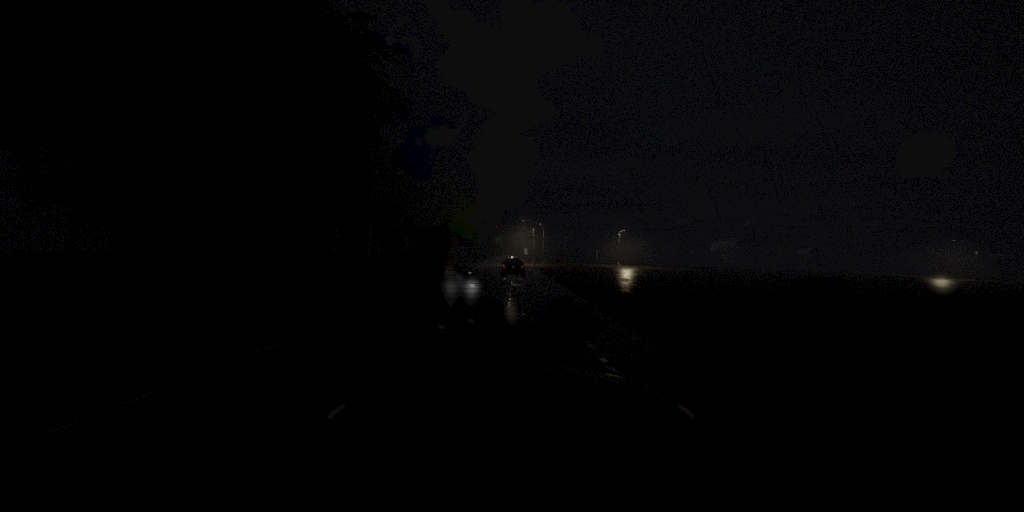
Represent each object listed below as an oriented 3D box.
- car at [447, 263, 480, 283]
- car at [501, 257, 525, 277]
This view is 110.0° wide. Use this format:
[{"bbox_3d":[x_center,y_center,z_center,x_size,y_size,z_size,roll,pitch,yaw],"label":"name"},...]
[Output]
[{"bbox_3d":[-3.578,1.228,26.982,1.895,1.301,4.718,0,0,0],"label":"car"},{"bbox_3d":[0.105,0.933,32.998,2.097,1.767,4.553,0,1,0],"label":"car"}]
